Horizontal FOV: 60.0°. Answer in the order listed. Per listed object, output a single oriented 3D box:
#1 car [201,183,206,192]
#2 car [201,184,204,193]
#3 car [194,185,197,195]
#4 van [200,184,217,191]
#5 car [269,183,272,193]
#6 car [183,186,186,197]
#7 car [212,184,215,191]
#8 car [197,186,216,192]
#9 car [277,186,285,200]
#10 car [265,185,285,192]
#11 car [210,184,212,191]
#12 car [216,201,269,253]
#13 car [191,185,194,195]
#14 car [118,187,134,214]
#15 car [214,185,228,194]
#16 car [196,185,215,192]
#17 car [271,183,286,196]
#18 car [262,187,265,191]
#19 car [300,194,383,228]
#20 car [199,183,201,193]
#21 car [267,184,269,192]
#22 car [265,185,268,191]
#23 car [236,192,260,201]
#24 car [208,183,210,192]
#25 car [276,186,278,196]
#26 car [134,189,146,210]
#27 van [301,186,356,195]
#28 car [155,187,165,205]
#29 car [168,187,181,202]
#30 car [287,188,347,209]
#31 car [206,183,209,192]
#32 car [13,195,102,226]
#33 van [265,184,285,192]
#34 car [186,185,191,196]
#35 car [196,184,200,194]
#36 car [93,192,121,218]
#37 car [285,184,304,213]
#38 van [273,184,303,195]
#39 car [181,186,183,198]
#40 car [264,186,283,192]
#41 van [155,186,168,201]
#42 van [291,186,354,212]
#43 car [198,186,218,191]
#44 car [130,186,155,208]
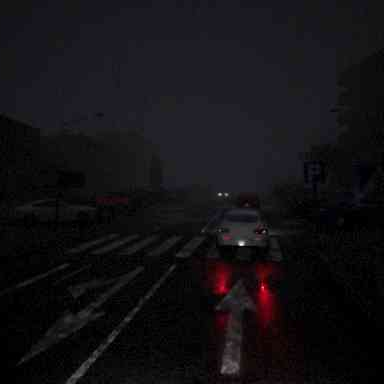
[{"bbox_3d":[-0.207,-0.578,66.039,4.553,1.767,2.185,-1,2,-10],"label":"car"},{"bbox_3d":[-0.739,-0.327,63.161,4.674,1.452,2.002,-1,1,-10],"label":"car"},{"bbox_3d":[-2.215,-0.082,54.476,4.892,1.521,2.231,-1,2,-10],"label":"car"},{"bbox_3d":[4.780,-1.202,94.902,4.442,1.987,1.878,-1,1,-10],"label":"van"},{"bbox_3d":[15.267,-0.262,50.940,5.566,2.045,2.435,0,2,-10],"label":"car"},{"bbox_3d":[-3.660,0.238,45.807,4.792,1.488,2.163,-1,2,-10],"label":"car"},{"bbox_3d":[1.757,-0.984,77.584,5.566,2.045,2.435,-1,1,-10],"label":"car"},{"bbox_3d":[3.881,-0.891,89.161,4.792,1.488,2.163,-1,0,-10],"label":"car"},{"bbox_3d":[13.081,0.394,39.101,4.892,1.521,2.231,0,2,-9],"label":"car"},{"bbox_3d":[21.410,-1.011,86.307,4.553,1.767,2.185,1,1,-10],"label":"car"},{"bbox_3d":[1.098,-0.674,74.680,5.366,1.575,1.946,-1,1,-10],"label":"car"},{"bbox_3d":[2.008,1.332,12.938,1.812,1.442,4.674,0,2,10],"label":"car"},{"bbox_3d":[-2.709,0.015,51.587,4.892,1.521,2.231,-1,2,-10],"label":"car"},{"bbox_3d":[-7.010,0.766,25.482,4.553,1.767,2.185,-1,2,-11],"label":"car"},{"bbox_3d":[6.131,-0.378,65.249,2.033,1.411,5.357,0,2,10],"label":"car"},{"bbox_3d":[3.362,-1.010,86.262,4.553,1.767,2.185,-1,1,-10],"label":"car"},{"bbox_3d":[14.210,-0.060,45.018,5.566,2.045,2.435,0,2,-10],"label":"car"},{"bbox_3d":[20.201,-0.804,80.382,5.366,1.575,1.946,0,1,-10],"label":"car"},{"bbox_3d":[9.024,1.096,18.496,5.008,1.535,2.097,0,2,-9],"label":"car"},{"bbox_3d":[-1.205,-0.401,60.261,4.553,1.767,2.185,-1,2,-10],"label":"car"},{"bbox_3d":[15.563,-0.115,53.858,5.366,1.575,1.946,0,2,-10],"label":"car"},{"bbox_3d":[16.577,-0.309,59.761,5.366,1.575,1.946,0,2,-10],"label":"car"},{"bbox_3d":[4.709,0.770,28.076,1.882,1.535,5.008,0,2,11],"label":"car"},{"bbox_3d":[0.766,-0.604,71.821,5.008,1.535,2.097,-1,1,-10],"label":"car"},{"bbox_3d":[13.657,0.321,42.065,4.792,1.488,2.163,0,2,-9],"label":"car"},{"bbox_3d":[-6.593,0.825,28.388,4.792,1.488,2.163,-1,2,-11],"label":"car"},{"bbox_3d":[9.727,0.771,21.447,4.442,1.987,1.878,0,2,-9],"label":"van"},{"bbox_3d":[-5.620,0.598,34.216,5.008,1.535,2.097,-1,2,-11],"label":"car"},{"bbox_3d":[-4.472,0.396,40.046,5.366,1.575,1.946,-1,2,-10],"label":"car"},{"bbox_3d":[11.324,0.569,30.252,4.553,1.767,2.185,0,2,-9],"label":"car"},{"bbox_3d":[0.274,-0.533,68.932,5.008,1.535,2.097,-1,2,-10],"label":"car"},{"bbox_3d":[-7.982,1.128,19.664,4.674,1.452,2.002,-1,2,-11],"label":"car"},{"bbox_3d":[20.799,-1.074,83.335,4.442,1.987,1.878,1,1,-10],"label":"van"},{"bbox_3d":[-3.210,0.111,48.697,5.008,1.535,2.097,-1,2,-10],"label":"car"},{"bbox_3d":[-1.724,-0.181,57.371,5.008,1.535,2.097,-1,2,-10],"label":"car"},{"bbox_3d":[-7.482,1.019,22.583,4.792,1.488,2.163,-1,2,-11],"label":"car"},{"bbox_3d":[10.166,0.644,24.357,5.566,2.045,2.435,0,2,-9],"label":"car"},{"bbox_3d":[16.368,-0.436,56.859,4.442,1.987,1.878,0,2,-10],"label":"van"},{"bbox_3d":[-4.181,0.306,42.909,5.008,1.535,2.097,-1,2,-10],"label":"car"},{"bbox_3d":[22.536,-0.915,92.208,4.792,1.488,2.163,1,0,-10],"label":"car"},{"bbox_3d":[-5.254,0.278,37.087,4.442,1.987,1.878,-1,2,-11],"label":"van"},{"bbox_3d":[10.660,0.569,27.285,4.442,1.987,1.878,0,2,-9],"label":"van"},{"bbox_3d":[4.367,-0.953,92.038,5.008,1.535,2.097,-1,0,-10],"label":"car"},{"bbox_3d":[-6.061,0.570,31.302,4.553,1.767,2.185,-1,2,-11],"label":"car"}]
